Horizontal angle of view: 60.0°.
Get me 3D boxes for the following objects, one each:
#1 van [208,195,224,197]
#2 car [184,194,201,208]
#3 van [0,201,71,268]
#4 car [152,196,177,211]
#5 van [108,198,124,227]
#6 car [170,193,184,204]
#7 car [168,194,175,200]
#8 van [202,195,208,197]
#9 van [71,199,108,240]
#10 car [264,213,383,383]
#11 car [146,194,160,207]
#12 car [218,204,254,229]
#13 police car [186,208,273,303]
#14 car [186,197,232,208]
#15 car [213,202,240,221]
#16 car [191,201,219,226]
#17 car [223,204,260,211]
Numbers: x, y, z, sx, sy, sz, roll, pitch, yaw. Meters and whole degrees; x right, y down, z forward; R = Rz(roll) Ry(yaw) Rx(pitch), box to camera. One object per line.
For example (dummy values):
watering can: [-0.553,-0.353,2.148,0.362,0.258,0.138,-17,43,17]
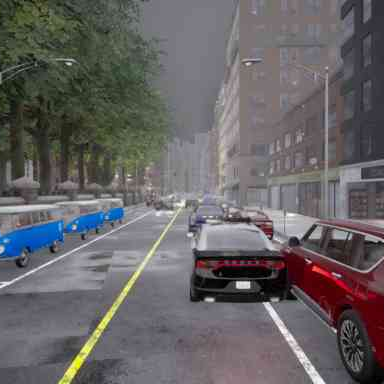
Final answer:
van: [2.827,1.317,33.642,1.690,1.788,3.998,0,0,0]
car: [-0.012,1.462,46.111,1.837,1.490,4.892,0,0,0]
van: [-5.679,1.337,10.970,1.690,1.788,3.998,0,0,0]
car: [-3.131,1.532,38.994,1.994,1.385,4.181,0,0,0]
van: [-5.689,1.329,22.286,1.690,1.788,3.998,0,0,0]
car: [-3.054,1.417,63.373,2.128,1.511,4.902,0,0,0]
car: [-5.751,1.381,94.095,1.752,1.417,4.829,0,0,0]
van: [2.812,1.291,50.623,1.690,1.788,3.998,0,0,0]
van: [-5.684,1.334,16.628,1.690,1.788,3.998,0,0,0]
car: [2.850,1.314,5.340,2.192,1.841,5.009,0,0,0]
car: [-5.713,1.265,50.576,2.192,1.841,5.009,0,0,0]
car: [2.837,1.570,22.321,1.802,1.307,4.206,0,0,0]
police car: [0.894,1.423,8.402,1.930,1.638,5.238,0,0,0]
car: [0.864,1.343,18.262,2.097,1.767,4.553,0,0,0]
car: [2.832,1.564,27.982,1.802,1.307,4.206,0,0,0]
car: [0.880,1.492,24.292,1.837,1.490,4.892,0,0,0]
car: [2.842,1.538,16.661,1.887,1.381,4.507,0,0,0]
